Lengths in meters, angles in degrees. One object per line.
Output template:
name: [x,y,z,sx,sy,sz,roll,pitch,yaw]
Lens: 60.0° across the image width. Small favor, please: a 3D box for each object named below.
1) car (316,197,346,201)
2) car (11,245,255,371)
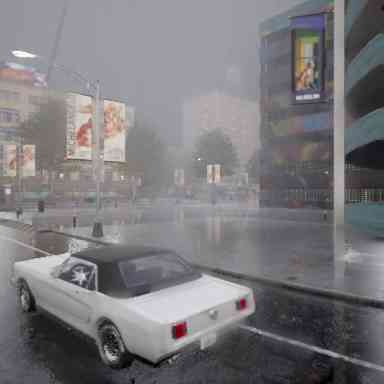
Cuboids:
car: [17.422,1.320,42.551,4.674,1.452,2.002,0,0,-42]
car: [-1.393,1.601,5.763,4.718,1.301,1.895,0,0,43]
